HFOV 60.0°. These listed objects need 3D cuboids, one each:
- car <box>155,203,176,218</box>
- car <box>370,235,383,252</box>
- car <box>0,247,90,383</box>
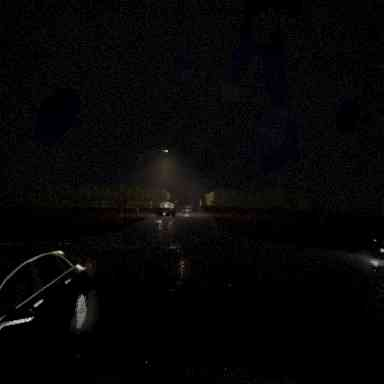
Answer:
[{"bbox_3d":[-2.642,1.870,34.432,2.128,1.511,4.902,0,-1,0],"label":"car"},{"bbox_3d":[10.029,1.931,13.027,5.357,1.411,2.033,1,-1,-3],"label":"car"},{"bbox_3d":[-2.730,1.559,4.089,1.837,1.490,4.892,0,-1,0],"label":"car"}]
